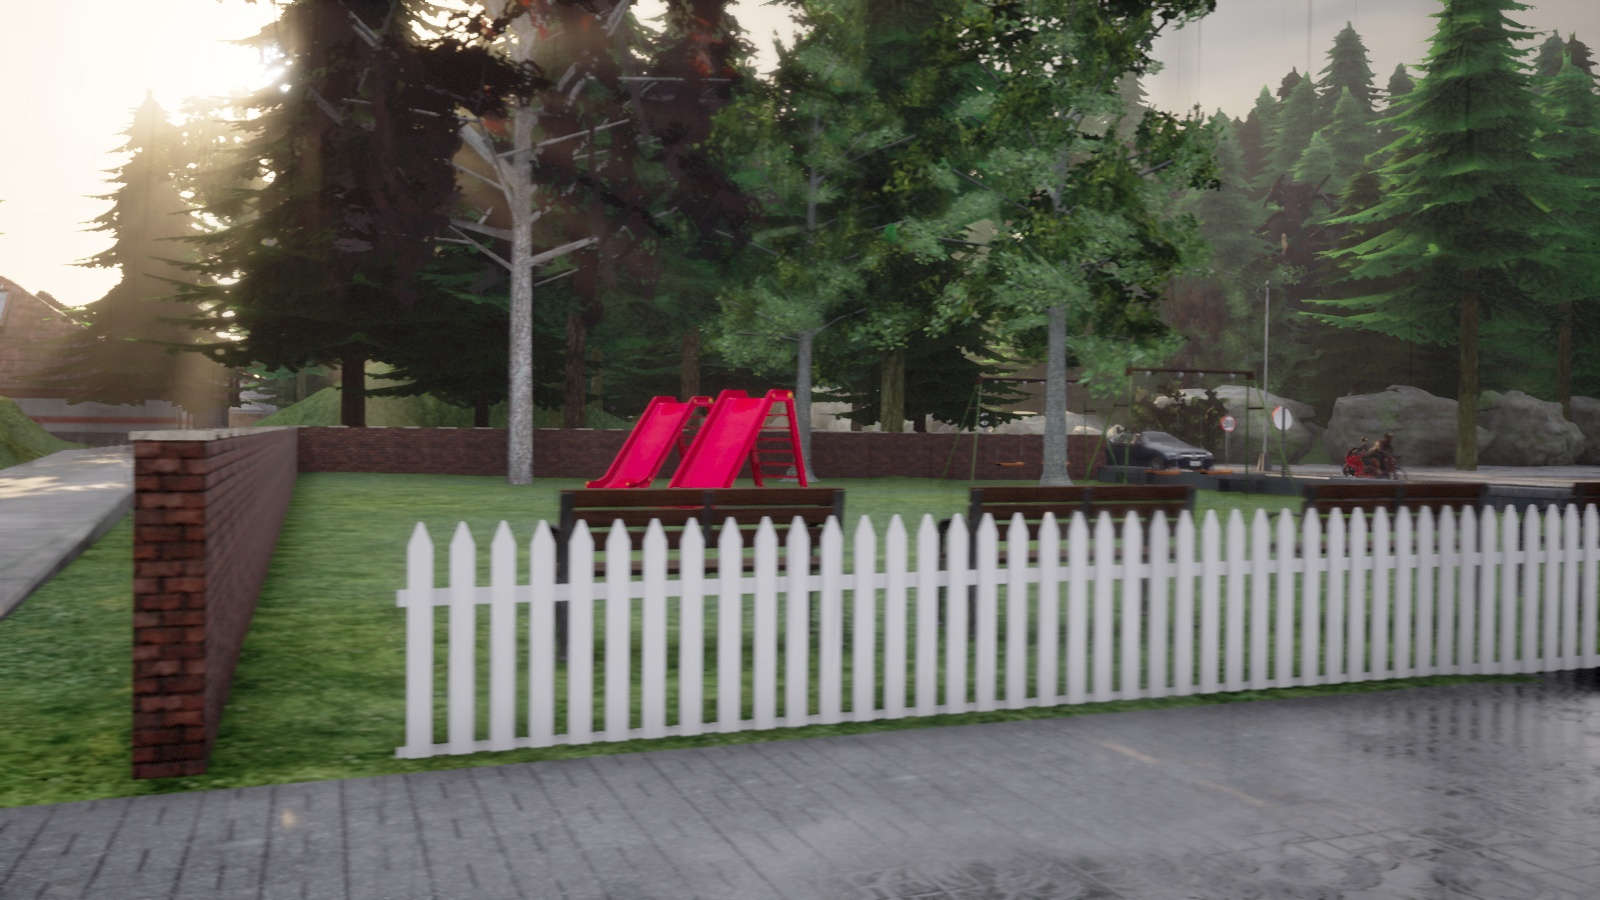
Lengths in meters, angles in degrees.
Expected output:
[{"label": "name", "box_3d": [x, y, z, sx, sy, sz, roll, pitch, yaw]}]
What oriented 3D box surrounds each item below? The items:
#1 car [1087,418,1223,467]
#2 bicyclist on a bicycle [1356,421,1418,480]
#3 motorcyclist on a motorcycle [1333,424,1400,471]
[{"label": "car", "box_3d": [12.778, -0.303, 45.573, 2.152, 1.651, 5.027, -1, 1, -21]}, {"label": "bicyclist on a bicycle", "box_3d": [16.607, -0.008, 35.574, 0.582, 1.620, 1.656, -1, 1, -21]}, {"label": "motorcyclist on a motorcycle", "box_3d": [18.652, -0.096, 41.421, 0.797, 1.523, 2.044, -1, 1, -21]}]
